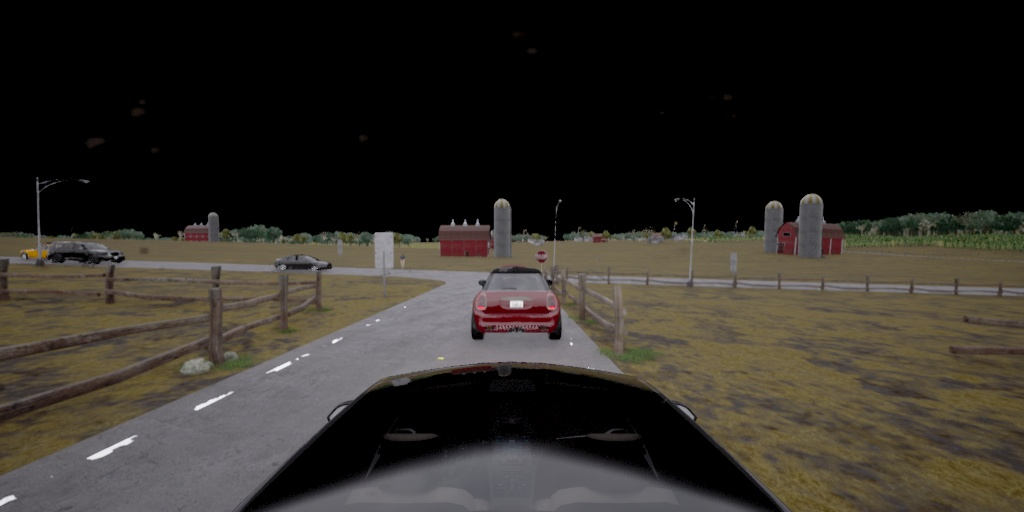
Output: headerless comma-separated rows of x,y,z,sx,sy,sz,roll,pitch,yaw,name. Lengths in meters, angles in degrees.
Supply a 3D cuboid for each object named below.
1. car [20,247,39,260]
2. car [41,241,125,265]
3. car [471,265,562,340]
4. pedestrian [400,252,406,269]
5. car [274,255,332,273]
-46.732,-0.382,36.412,5.008,1.535,1.882,2,3,1,car
-39.727,-0.283,33.494,5.566,2.045,2.150,2,3,0,car
0.104,1.084,10.078,2.097,1.767,4.553,0,0,0,car
-11.998,0.480,39.301,0.375,1.860,0.375,0,1,0,pedestrian
-19.372,0.671,33.382,4.892,1.490,1.837,2,3,0,car
